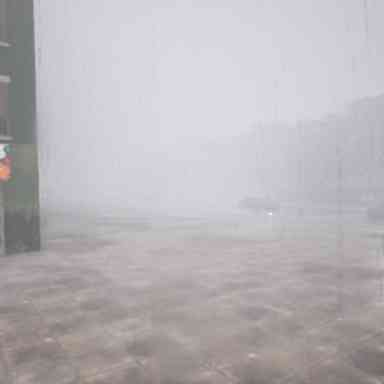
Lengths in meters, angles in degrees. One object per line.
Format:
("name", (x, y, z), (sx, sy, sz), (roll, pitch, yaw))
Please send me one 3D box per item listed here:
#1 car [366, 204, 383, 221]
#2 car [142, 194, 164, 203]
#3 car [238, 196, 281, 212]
("car", (14.479, 1.390, 23.101), (1.994, 1.385, 4.181), (-2, 2, -34))
("car", (-6.180, 0.990, 52.361), (1.994, 1.385, 4.181), (-2, 2, -35))
("car", (6.805, 1.182, 33.924), (1.837, 1.490, 4.892), (-2, 3, -35))
